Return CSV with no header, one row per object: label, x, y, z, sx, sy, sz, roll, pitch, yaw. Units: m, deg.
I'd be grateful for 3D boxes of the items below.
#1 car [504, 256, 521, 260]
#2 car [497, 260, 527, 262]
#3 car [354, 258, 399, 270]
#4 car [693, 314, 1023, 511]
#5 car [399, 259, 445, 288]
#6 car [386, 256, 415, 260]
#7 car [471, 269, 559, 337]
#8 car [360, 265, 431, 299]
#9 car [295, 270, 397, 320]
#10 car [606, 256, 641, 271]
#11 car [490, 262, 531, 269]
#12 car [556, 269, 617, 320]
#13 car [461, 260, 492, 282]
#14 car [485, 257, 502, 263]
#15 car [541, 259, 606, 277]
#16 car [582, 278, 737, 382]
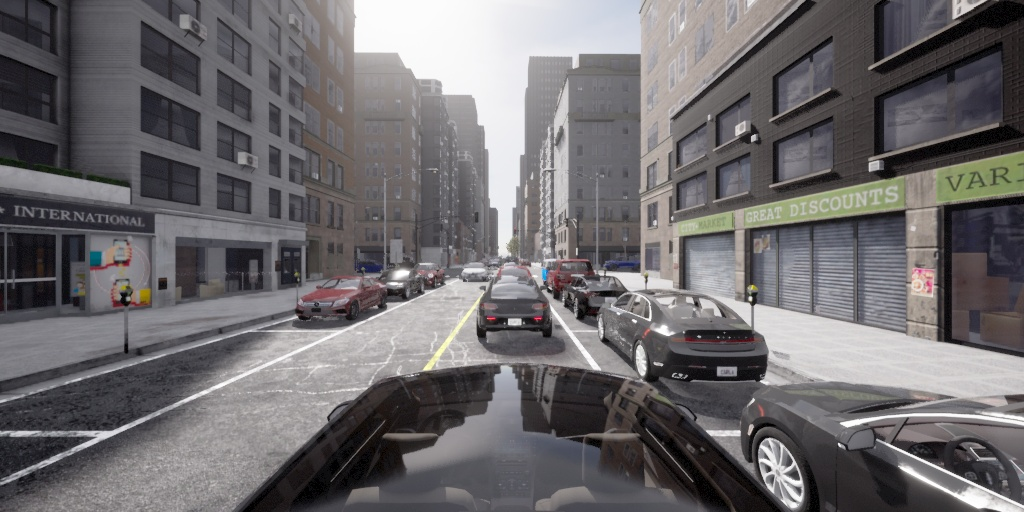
car,-0.080,0.991,60.579,2.150,2.045,5.566,0,0,-1
car,0.071,1.255,27.703,1.837,1.490,4.892,0,0,2
car,-15.668,1.237,40.214,5.008,1.535,1.882,0,0,0
car,2.859,1.300,1.425,2.007,1.370,4.403,0,0,0
car,-5.661,1.189,23.516,1.967,1.591,4.097,0,0,0
car,-12.815,0.981,43.474,5.566,2.045,2.150,0,0,0
car,0.040,1.276,10.147,1.812,1.442,4.674,0,0,-1
car,-5.663,1.315,17.991,1.948,1.339,4.313,0,0,0
car,-5.664,1.332,12.466,1.802,1.307,4.207,0,0,0
car,14.843,0.960,47.050,5.566,2.045,2.150,0,0,2
car,0.103,1.228,17.531,1.882,1.535,5.008,0,0,0
car,2.862,1.316,12.472,1.948,1.339,4.313,0,0,0
car,-2.925,1.275,29.205,1.812,1.442,4.674,0,0,0
car,-3.221,1.317,62.041,2.033,1.411,5.357,0,0,-1
car,2.863,1.065,17.996,2.192,1.841,5.009,0,0,0
car,2.860,1.300,6.948,2.007,1.370,4.403,0,0,0
